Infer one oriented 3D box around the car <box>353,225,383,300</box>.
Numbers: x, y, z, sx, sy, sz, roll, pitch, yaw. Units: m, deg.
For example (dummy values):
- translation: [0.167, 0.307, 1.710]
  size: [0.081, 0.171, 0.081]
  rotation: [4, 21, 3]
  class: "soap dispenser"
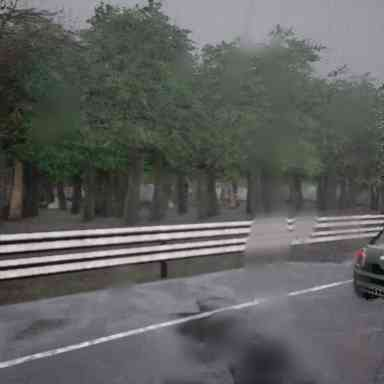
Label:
- translation: [5.577, 1.395, 7.112]
  size: [4.553, 1.767, 2.097]
  rotation: [0, 0, -31]
  class: "car"
